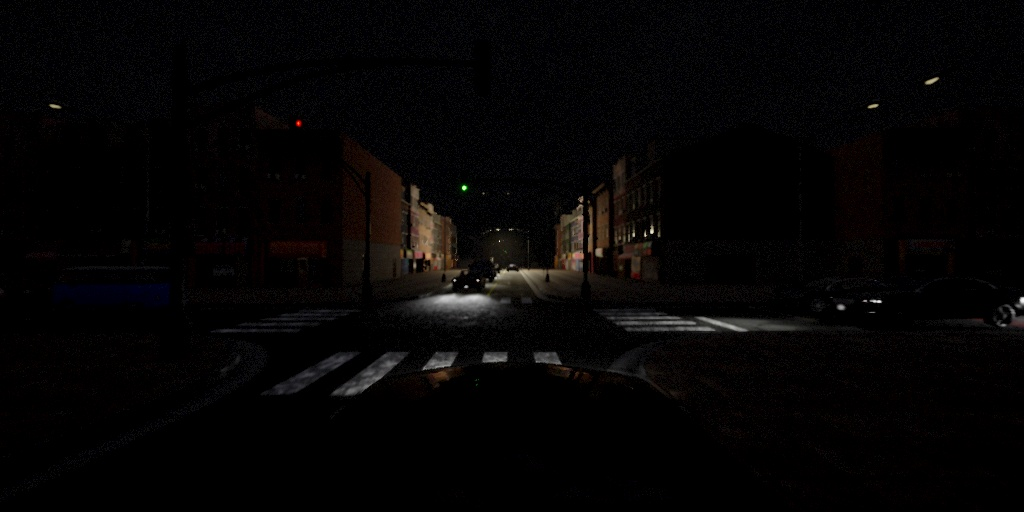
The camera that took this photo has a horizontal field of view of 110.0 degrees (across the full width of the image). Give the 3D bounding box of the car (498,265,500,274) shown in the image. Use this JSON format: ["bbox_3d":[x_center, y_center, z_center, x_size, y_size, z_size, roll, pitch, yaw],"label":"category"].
[{"bbox_3d":[-2.827,1.803,44.470,1.837,1.490,4.892,0,-1,0],"label":"car"}]

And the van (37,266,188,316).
[{"bbox_3d":[-14.739,1.267,13.543,3.998,1.789,1.690,0,0,0],"label":"van"}]

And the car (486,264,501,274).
[{"bbox_3d":[-2.780,1.933,54.865,2.128,1.511,4.902,0,-1,0],"label":"car"}]

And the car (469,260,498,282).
[{"bbox_3d":[-2.841,1.389,34.326,2.150,2.045,5.566,0,-1,0],"label":"car"}]

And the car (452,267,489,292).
[{"bbox_3d":[-2.842,1.641,24.457,1.895,1.301,4.718,0,-1,0],"label":"car"}]

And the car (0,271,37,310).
[{"bbox_3d":[-20.214,1.381,13.519,4.097,1.591,1.967,0,0,0],"label":"car"}]

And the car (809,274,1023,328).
[{"bbox_3d":[12.636,1.320,11.141,4.902,1.511,2.128,0,-1,-1],"label":"car"}]

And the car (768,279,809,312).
[{"bbox_3d":[12.263,1.413,13.662,4.403,1.370,2.007,0,0,0],"label":"car"}]
